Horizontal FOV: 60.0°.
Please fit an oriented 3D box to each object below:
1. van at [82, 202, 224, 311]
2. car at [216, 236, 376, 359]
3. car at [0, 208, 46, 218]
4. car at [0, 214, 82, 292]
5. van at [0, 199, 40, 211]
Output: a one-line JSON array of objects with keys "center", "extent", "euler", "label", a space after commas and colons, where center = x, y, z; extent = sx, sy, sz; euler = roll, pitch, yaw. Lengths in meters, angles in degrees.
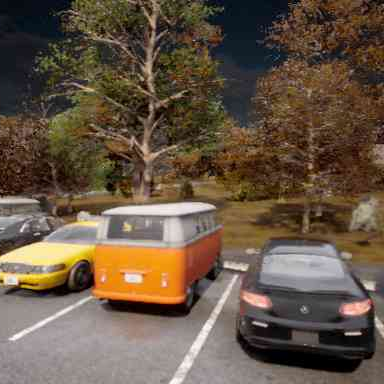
[{"center": [-0.442, 1.263, 7.883], "extent": [1.878, 1.987, 4.442], "euler": [0, -1, 15], "label": "van"}, {"center": [1.920, 1.525, 6.056], "extent": [2.002, 1.452, 4.674], "euler": [0, -1, 16], "label": "car"}, {"center": [-5.270, 1.493, 11.182], "extent": [2.231, 1.521, 4.892], "euler": [0, -1, 16], "label": "car"}, {"center": [-2.916, 1.484, 9.298], "extent": [1.946, 1.575, 5.366], "euler": [0, -1, 16], "label": "car"}, {"center": [-7.636, 1.274, 13.013], "extent": [1.878, 1.987, 4.442], "euler": [0, -1, 16], "label": "van"}]
